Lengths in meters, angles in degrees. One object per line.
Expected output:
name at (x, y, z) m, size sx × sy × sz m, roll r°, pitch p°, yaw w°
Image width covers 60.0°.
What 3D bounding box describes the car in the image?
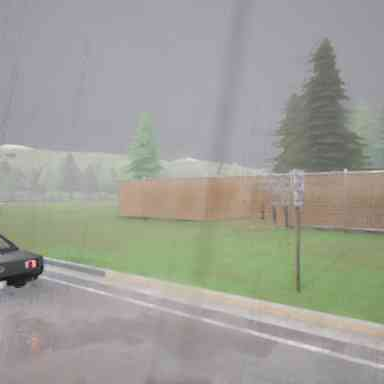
car at (-5.713, 1.623, 8.069) m, size 4.718 × 1.301 × 1.895 m, roll 0°, pitch 0°, yaw 36°
